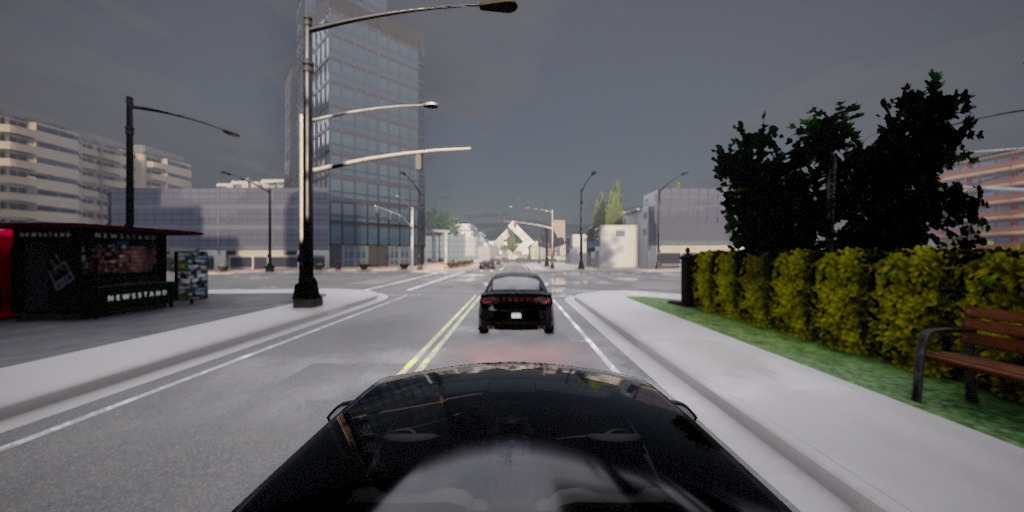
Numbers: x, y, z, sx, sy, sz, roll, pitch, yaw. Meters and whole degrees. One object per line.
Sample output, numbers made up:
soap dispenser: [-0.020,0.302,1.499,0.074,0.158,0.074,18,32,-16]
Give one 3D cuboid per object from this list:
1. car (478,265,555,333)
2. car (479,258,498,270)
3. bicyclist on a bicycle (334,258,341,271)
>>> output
car: [0.127,1.200,10.631,1.882,1.535,5.008,0,0,1]
car: [-3.302,1.169,48.477,1.994,1.385,4.181,0,0,1]
bicyclist on a bicycle: [-21.742,1.084,44.731,0.582,1.620,1.656,-1,0,0]
